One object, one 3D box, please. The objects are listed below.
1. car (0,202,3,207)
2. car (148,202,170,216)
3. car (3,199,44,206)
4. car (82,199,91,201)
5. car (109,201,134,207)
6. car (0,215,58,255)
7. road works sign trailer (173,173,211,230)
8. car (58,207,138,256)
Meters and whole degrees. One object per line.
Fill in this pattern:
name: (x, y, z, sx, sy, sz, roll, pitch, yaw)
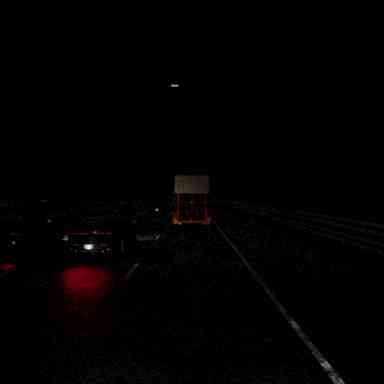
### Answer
car: (-21.095, 1.678, 34.551, 1.812, 1.442, 4.674, 0, 0, 0)
car: (-3.402, 1.714, 34.405, 1.994, 1.385, 4.181, 0, 0, 0)
car: (-17.593, 1.510, 35.545, 2.097, 1.767, 4.553, 0, 0, 0)
car: (-24.503, 2.366, 76.778, 2.097, 1.767, 4.553, 0, -2, 0)
car: (-6.901, 1.622, 32.994, 1.882, 1.535, 5.008, 0, 0, 0)
car: (-6.900, 1.625, 13.647, 1.994, 1.385, 4.181, 0, 0, 0)
road works sign trailer: (-0.002, 0.559, 21.670, 2.380, 3.560, 2.880, 0, 0, 0)
car: (-3.400, 1.564, 13.383, 1.837, 1.490, 4.892, 0, 0, 0)
